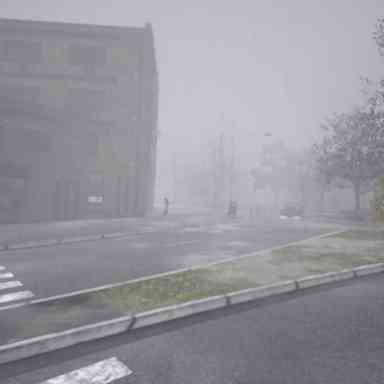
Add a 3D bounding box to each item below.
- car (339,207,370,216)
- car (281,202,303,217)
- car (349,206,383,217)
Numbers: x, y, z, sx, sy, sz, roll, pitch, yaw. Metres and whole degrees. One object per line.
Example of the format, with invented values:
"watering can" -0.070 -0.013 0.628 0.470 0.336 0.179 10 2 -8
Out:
"car" 25.120 2.946 50.460 5.357 1.411 2.033 3 -2 -14
"car" 11.646 1.901 38.458 2.097 1.767 4.553 2 -2 23
"car" 28.462 3.117 54.053 4.902 1.511 2.128 2 -2 -2
